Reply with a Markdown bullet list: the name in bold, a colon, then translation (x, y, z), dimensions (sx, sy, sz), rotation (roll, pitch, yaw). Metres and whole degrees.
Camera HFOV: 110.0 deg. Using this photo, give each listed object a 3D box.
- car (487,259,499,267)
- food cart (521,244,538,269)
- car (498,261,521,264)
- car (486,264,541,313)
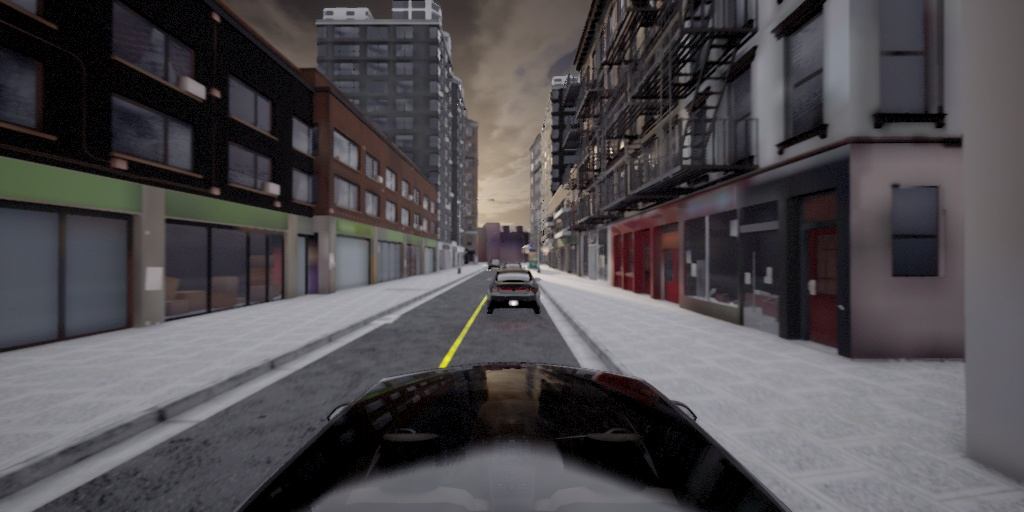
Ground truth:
- **car**: translation (-2.574, 1.255, 53.172), dimensions (1.837, 1.490, 4.892), rotation (0, -1, 0)
- **food cart**: translation (2.880, 0.213, 51.294), dimensions (2.280, 3.560, 4.660), rotation (0, 0, 0)
- **car**: translation (0.068, 1.248, 29.296), dimensions (1.837, 1.490, 4.892), rotation (0, 0, 0)
- **car**: translation (0.067, 1.249, 13.883), dimensions (1.837, 1.490, 4.892), rotation (0, 0, 0)
